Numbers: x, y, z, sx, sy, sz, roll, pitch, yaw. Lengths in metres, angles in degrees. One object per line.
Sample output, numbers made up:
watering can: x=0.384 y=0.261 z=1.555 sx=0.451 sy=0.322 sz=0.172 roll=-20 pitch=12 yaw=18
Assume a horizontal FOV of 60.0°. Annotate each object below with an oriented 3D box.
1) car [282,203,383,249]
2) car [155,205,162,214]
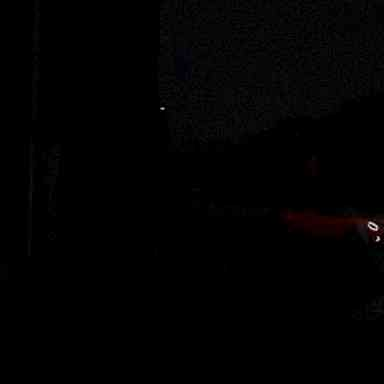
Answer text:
car: x=6.194 y=1.284 z=14.225 sx=2.097 sy=1.767 sz=4.553 roll=2 pitch=-1 yaw=-36
car: x=-5.216 y=1.507 z=35.472 sx=2.033 sy=1.411 sz=5.357 roll=2 pitch=0 yaw=-36
